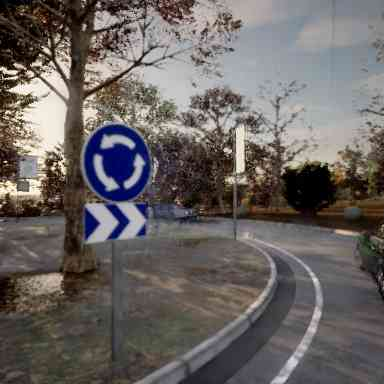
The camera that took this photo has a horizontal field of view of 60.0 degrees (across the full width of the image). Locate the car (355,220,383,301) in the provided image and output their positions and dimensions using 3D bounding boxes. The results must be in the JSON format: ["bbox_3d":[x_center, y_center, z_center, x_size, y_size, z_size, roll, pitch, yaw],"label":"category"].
[{"bbox_3d":[5.506,1.415,8.250,2.097,1.767,4.553,0,-1,18],"label":"car"}]

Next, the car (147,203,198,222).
[{"bbox_3d":[-2.177,1.615,26.806,5.357,1.411,2.033,0,-1,31],"label":"car"}]
